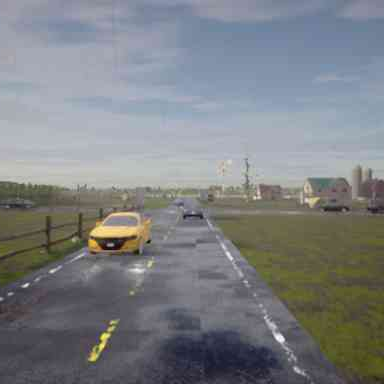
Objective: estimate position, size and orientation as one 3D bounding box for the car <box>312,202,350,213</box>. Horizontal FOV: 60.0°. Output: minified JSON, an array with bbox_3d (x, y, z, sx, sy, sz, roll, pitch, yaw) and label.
[{"bbox_3d":[19.825,2.199,47.563,5.008,1.535,1.882,1,0,1],"label":"car"}]

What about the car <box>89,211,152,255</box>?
[{"bbox_3d":[-2.841,1.610,14.114,1.882,1.535,5.008,0,-1,0],"label":"car"}]

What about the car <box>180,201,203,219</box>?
[{"bbox_3d":[0.045,1.869,32.564,1.994,1.385,4.181,0,-1,-2],"label":"car"}]

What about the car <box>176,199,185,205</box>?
[{"bbox_3d":[-2.714,2.315,81.227,1.994,1.385,4.181,0,-1,0],"label":"car"}]

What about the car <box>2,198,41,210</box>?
[{"bbox_3d":[-23.218,1.640,45.385,4.892,1.490,1.837,1,0,1],"label":"car"}]

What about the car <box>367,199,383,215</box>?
[{"bbox_3d":[26.471,2.053,44.504,5.566,2.045,2.150,1,0,1],"label":"car"}]

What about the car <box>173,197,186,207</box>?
[{"bbox_3d":[-2.727,2.102,66.564,1.882,1.535,5.008,0,0,0],"label":"car"}]
